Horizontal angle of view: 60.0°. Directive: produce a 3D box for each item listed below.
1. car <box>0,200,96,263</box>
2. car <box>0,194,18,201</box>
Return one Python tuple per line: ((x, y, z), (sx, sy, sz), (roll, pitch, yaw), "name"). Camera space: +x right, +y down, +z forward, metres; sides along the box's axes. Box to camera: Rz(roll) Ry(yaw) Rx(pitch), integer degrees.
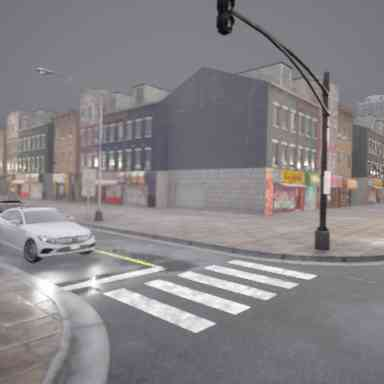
((-5.017, 1.202, 10.813), (4.674, 1.442, 1.812), (2, 1, 41), "car")
((-12.629, 0.866, 21.612), (4.902, 1.511, 2.128), (2, 1, 42), "car")
